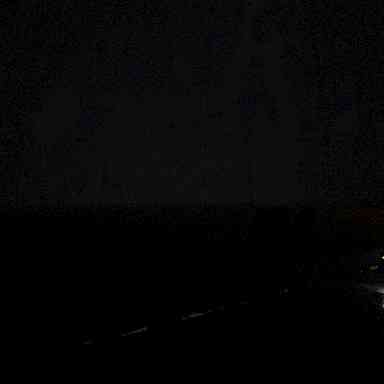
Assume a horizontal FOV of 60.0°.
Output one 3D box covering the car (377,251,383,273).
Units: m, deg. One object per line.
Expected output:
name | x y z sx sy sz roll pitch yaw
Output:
car | 7.272 1.544 9.178 5.357 1.411 2.033 0 0 -36
